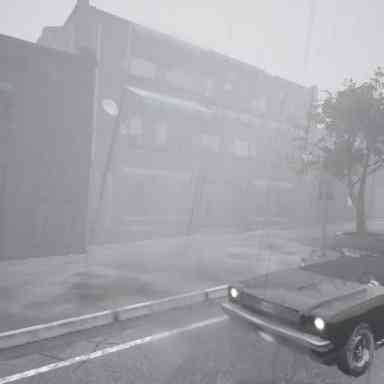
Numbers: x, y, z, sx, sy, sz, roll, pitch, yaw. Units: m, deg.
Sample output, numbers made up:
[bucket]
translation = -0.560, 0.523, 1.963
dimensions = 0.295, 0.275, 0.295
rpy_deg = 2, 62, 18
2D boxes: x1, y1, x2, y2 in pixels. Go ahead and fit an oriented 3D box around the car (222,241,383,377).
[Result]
[car]
translation = 2.796, 1.601, 5.665
dimensions = 4.718, 1.301, 1.895
rpy_deg = 0, 0, -35
